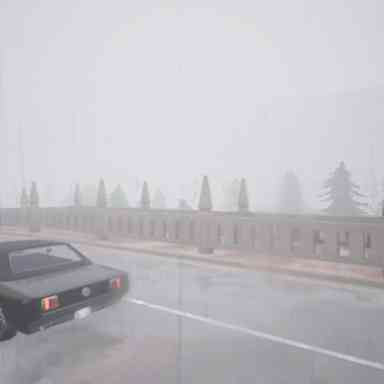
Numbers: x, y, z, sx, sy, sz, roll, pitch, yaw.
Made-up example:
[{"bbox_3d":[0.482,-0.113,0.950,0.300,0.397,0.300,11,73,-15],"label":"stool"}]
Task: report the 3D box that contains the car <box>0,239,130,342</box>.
[{"bbox_3d":[-3.510,1.602,6.493,4.718,1.301,1.895,0,0,35],"label":"car"}]
